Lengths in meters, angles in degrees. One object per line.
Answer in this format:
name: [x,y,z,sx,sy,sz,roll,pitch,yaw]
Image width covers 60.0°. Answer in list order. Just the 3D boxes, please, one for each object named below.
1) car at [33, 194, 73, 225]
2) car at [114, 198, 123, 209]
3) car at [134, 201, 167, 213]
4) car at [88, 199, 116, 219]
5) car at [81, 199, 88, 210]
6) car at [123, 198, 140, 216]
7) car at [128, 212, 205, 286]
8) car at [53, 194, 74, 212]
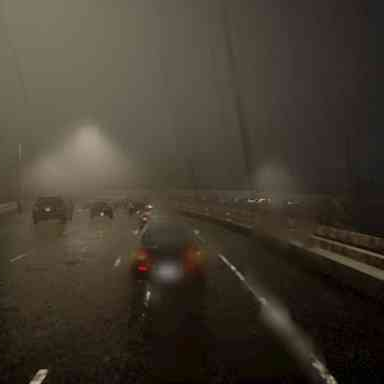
car: [-10.344,1.263,25.006,2.150,2.045,5.566,0,0,-14]
car: [-9.830,1.567,44.637,1.837,1.490,4.892,0,0,-24]
car: [-2.500,1.575,21.449,2.033,1.411,5.357,0,0,-11]
car: [-8.060,1.548,29.654,1.837,1.490,4.892,0,0,-16]
car: [-13.504,1.628,44.286,1.994,1.385,4.181,0,0,-25]
car: [-5.550,1.570,33.432,1.812,1.442,4.674,0,0,-18]
car: [-0.722,1.538,9.421,1.812,1.442,4.674,0,0,-5]
car: [-16.159,1.286,41.705,2.150,2.045,5.566,0,0,-24]
